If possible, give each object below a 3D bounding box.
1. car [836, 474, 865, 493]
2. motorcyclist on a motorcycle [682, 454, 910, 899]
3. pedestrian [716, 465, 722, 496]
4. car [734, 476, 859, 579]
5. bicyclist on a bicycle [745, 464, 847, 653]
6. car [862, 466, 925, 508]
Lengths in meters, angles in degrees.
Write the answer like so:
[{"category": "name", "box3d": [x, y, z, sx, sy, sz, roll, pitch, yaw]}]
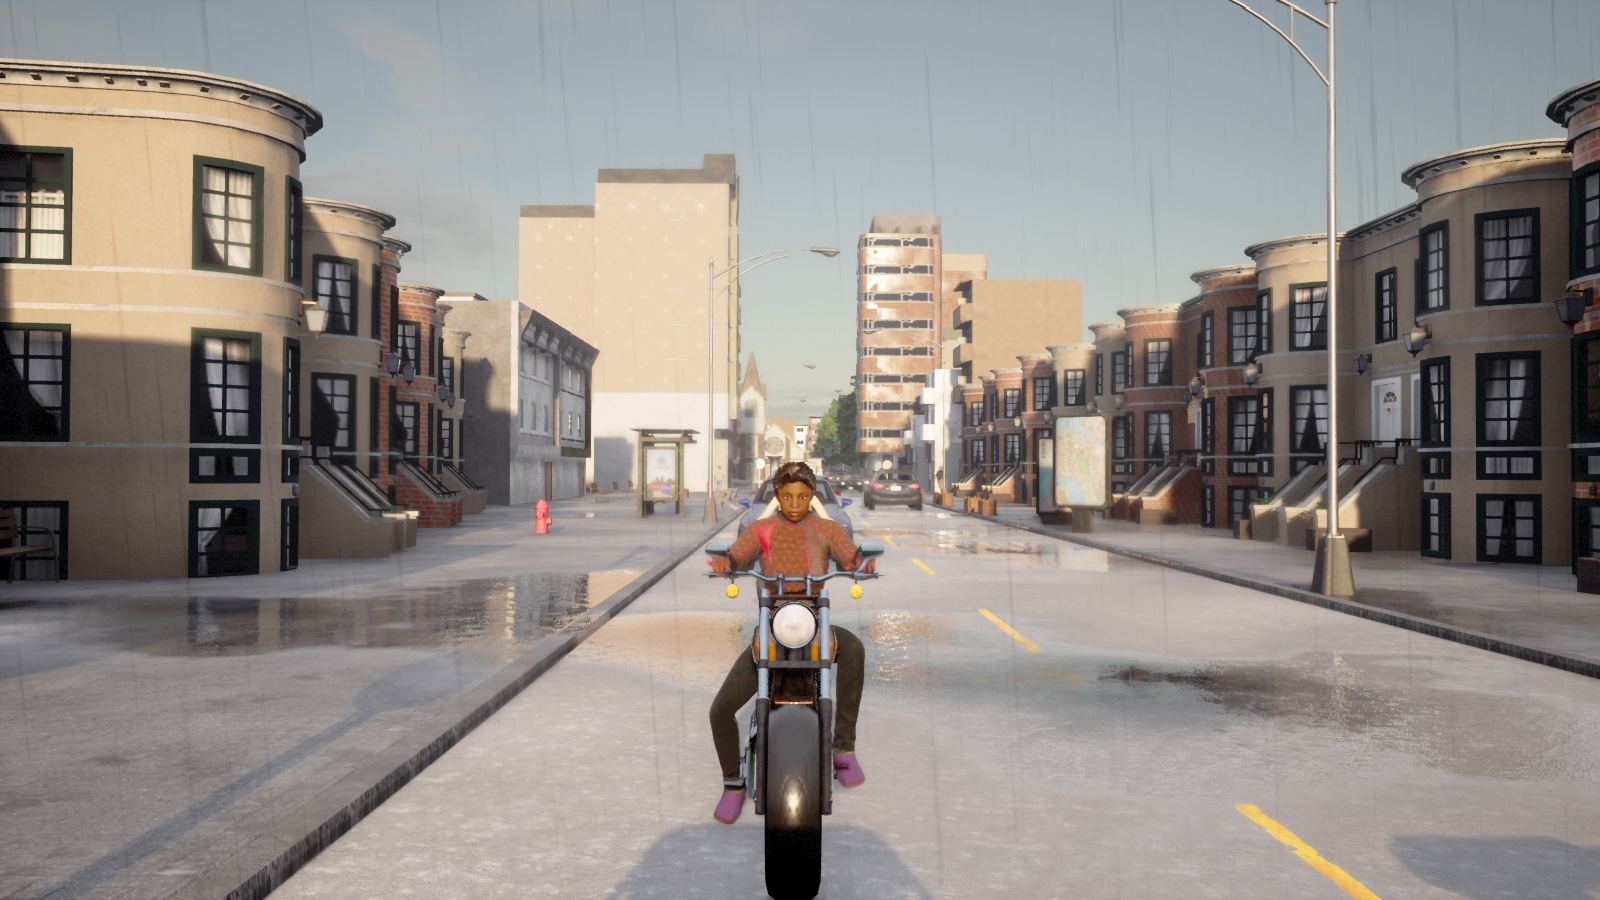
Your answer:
[{"category": "car", "box3d": [3.659, 2.437, 91.743, 1.895, 1.301, 4.718, 0, -1, 0]}, {"category": "motorcyclist on a motorcycle", "box3d": [-0.019, 0.856, 5.428, 0.766, 1.649, 2.350, 0, -1, 0]}, {"category": "pedestrian", "box3d": [-4.706, 1.762, 72.762, 0.354, 1.836, 0.706, 0, -1, -3]}, {"category": "car", "box3d": [-0.067, 1.170, 20.390, 1.816, 1.474, 4.193, 0, -1, 0]}, {"category": "bicyclist on a bicycle", "box3d": [-0.038, 0.944, 11.512, 0.866, 1.612, 1.509, 0, -1, 0]}, {"category": "car", "box3d": [3.831, 1.517, 52.141, 2.242, 1.667, 4.611, 0, -1, 0]}]
